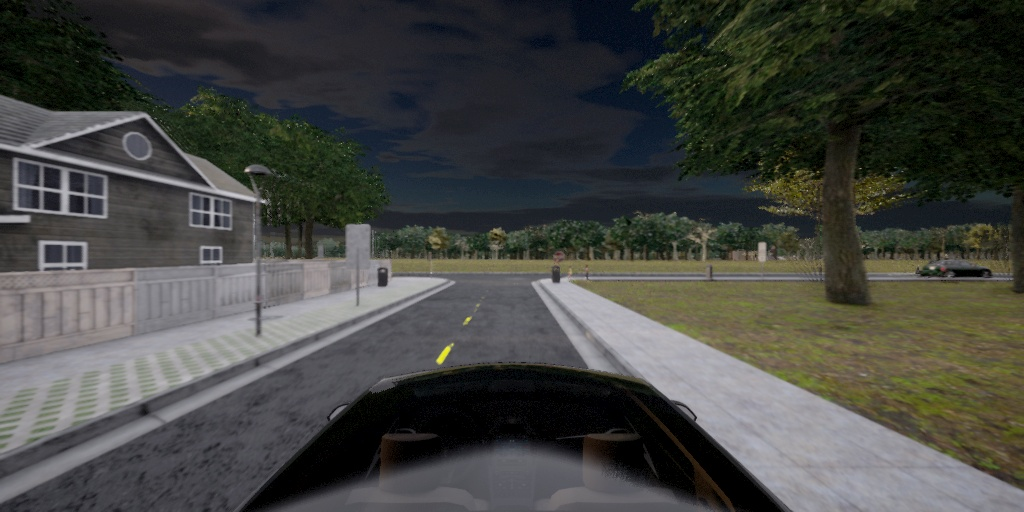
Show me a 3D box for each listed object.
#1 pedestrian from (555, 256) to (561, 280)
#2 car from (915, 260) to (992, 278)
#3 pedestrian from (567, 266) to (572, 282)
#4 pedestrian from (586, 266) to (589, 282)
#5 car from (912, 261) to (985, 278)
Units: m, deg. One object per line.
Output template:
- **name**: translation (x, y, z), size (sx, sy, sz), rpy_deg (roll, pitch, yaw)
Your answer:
- **pedestrian**: translation (3.423, 0.882, 26.942), size (0.375, 1.860, 0.375), rpy_deg (0, 0, 0)
- **car**: translation (40.200, 1.141, 32.493), size (4.553, 1.767, 2.097), rpy_deg (0, 0, 1)
- **pedestrian**: translation (4.221, 1.269, 25.740), size (0.500, 1.100, 0.500), rpy_deg (0, 0, 0)
- **pedestrian**: translation (5.520, 0.924, 26.340), size (0.375, 1.860, 0.375), rpy_deg (0, 0, 0)
- **car**: translation (42.844, 1.298, 35.303), size (4.892, 1.490, 1.837), rpy_deg (0, 0, 1)
